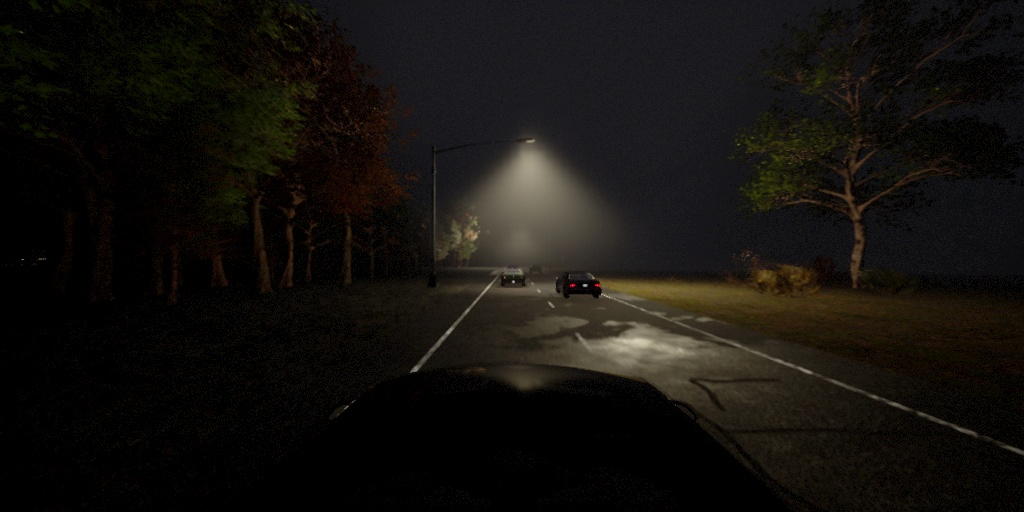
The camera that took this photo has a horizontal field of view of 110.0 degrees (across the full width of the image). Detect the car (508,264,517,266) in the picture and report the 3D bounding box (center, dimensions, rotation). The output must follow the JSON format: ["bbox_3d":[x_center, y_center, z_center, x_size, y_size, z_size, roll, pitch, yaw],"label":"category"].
[{"bbox_3d":[0.101,1.924,53.296,2.033,1.411,5.357,0,-1,0],"label":"car"}]

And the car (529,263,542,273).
[{"bbox_3d":[3.599,1.899,55.907,2.128,1.511,4.902,0,-1,0],"label":"car"}]

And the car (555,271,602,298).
[{"bbox_3d":[3.601,1.528,20.147,2.033,1.411,5.357,0,-1,0],"label":"car"}]

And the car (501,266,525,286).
[{"bbox_3d":[0.102,1.696,29.642,1.895,1.301,4.718,0,-1,0],"label":"car"}]
